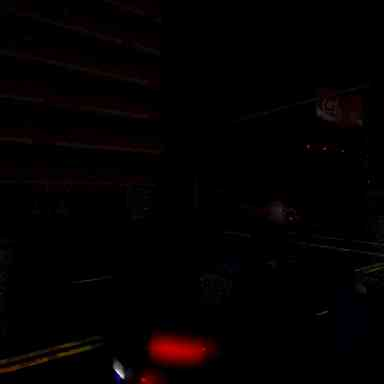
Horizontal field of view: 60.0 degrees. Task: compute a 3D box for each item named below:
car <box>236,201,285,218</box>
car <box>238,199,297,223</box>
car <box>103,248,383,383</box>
[{"bbox_3d":[6.264,1.564,30.912,1.994,1.385,4.181,0,0,-36],"label":"car"},{"bbox_3d":[5.761,1.351,25.621,2.097,1.767,4.553,0,0,-36],"label":"car"},{"bbox_3d":[1.162,1.526,4.570,4.674,1.442,1.812,0,0,-36],"label":"car"}]
